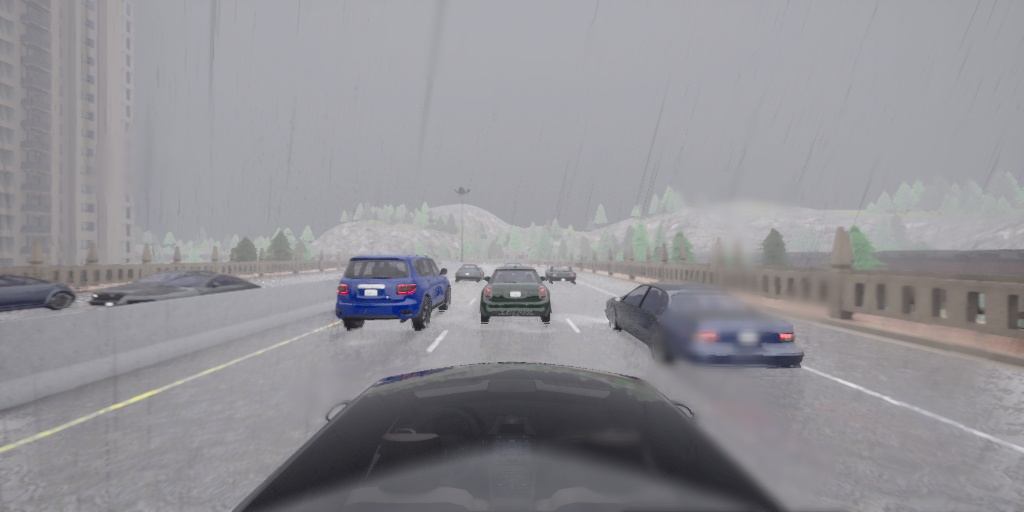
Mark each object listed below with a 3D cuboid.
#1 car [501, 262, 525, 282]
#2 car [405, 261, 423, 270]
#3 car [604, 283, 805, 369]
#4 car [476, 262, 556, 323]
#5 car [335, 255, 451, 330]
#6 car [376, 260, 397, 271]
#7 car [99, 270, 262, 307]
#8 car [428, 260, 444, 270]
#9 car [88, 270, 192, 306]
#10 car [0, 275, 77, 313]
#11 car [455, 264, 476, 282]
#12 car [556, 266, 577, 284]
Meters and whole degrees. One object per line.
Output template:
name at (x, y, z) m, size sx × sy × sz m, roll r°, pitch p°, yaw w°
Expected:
car at (0.106, 1.267, 30.302) m, size 1.882 × 1.535 × 5.008 m, roll 0°, pitch 0°, yaw 0°
car at (-15.290, 1.435, 56.054) m, size 2.033 × 1.411 × 5.357 m, roll 0°, pitch 0°, yaw -8°
car at (3.596, 1.301, 7.976) m, size 2.033 × 1.411 × 5.357 m, roll 0°, pitch 0°, yaw 0°
car at (0.102, 1.110, 12.317) m, size 2.097 × 1.767 × 4.553 m, roll 0°, pitch 0°, yaw 0°
car at (-3.398, 0.979, 11.322) m, size 2.150 × 2.045 × 5.566 m, roll 0°, pitch 0°, yaw 0°
car at (-18.426, 1.352, 52.918) m, size 1.882 × 1.535 × 5.008 m, roll 0°, pitch 0°, yaw -7°
car at (-10.597, 1.322, 12.211) m, size 1.994 × 1.385 × 4.181 m, roll 0°, pitch 0°, yaw 0°
car at (-11.677, 1.371, 55.253) m, size 2.128 × 1.511 × 4.902 m, roll 0°, pitch 0°, yaw -8°
car at (-14.098, 1.309, 15.240) m, size 2.033 × 1.411 × 5.357 m, roll 0°, pitch 0°, yaw 0°
car at (-17.598, 1.323, 11.882) m, size 1.994 × 1.385 × 4.181 m, roll 0°, pitch 0°, yaw 0°
car at (-3.394, 1.351, 29.291) m, size 1.994 × 1.385 × 4.181 m, roll 0°, pitch 0°, yaw 0°
car at (3.606, 1.383, 27.402) m, size 1.895 × 1.301 × 4.718 m, roll 0°, pitch 0°, yaw 0°
